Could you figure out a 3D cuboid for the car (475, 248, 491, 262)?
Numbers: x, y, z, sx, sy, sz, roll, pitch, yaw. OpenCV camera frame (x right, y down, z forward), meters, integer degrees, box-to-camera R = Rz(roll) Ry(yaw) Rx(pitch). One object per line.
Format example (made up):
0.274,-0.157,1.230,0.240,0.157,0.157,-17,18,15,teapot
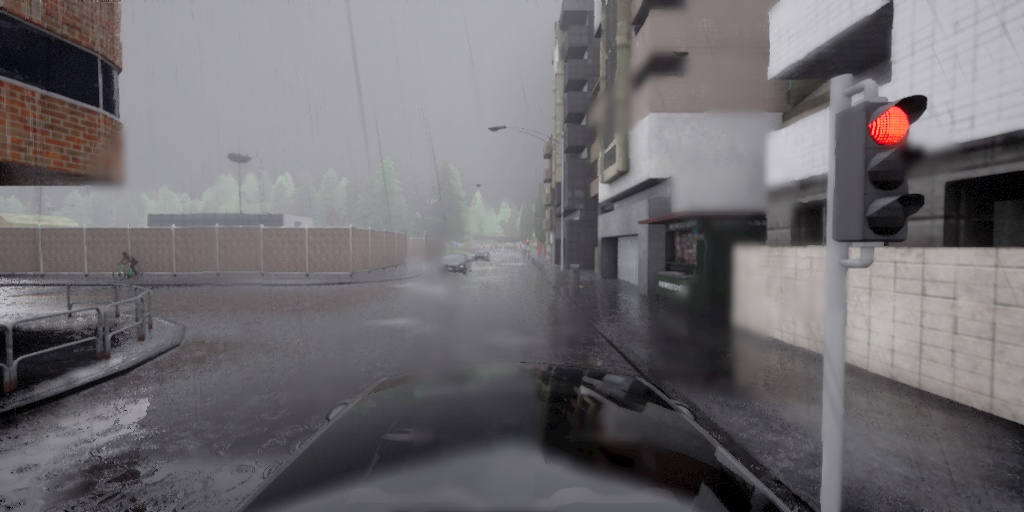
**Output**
-4.083,-0.161,47.486,2.097,1.767,4.553,0,2,0,car

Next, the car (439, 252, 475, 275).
-4.111,0.571,26.507,1.837,1.490,4.892,0,2,0,car

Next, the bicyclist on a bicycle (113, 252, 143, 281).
-22.184,0.575,20.717,0.582,1.620,1.656,0,2,0,bicyclist on a bicycle
